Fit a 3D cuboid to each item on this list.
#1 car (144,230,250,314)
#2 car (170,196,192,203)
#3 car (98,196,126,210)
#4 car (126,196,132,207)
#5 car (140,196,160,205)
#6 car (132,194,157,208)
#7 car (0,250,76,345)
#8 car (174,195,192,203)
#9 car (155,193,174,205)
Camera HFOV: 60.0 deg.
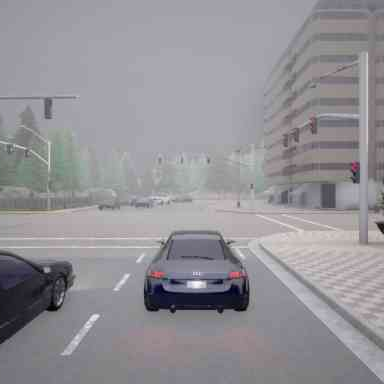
[{"bbox_3d":[0.090,1.564,7.729,1.994,1.385,4.181,0,0,0],"label":"car"},{"bbox_3d":[-2.447,1.540,72.948,2.033,1.411,5.357,0,0,34],"label":"car"},{"bbox_3d":[-10.477,1.547,42.820,2.033,1.411,5.357,0,0,1],"label":"car"},{"bbox_3d":[-9.853,1.352,52.283,2.097,1.767,4.553,0,0,6],"label":"car"},{"bbox_3d":[-7.766,1.526,62.186,1.812,1.442,4.674,0,0,20],"label":"car"},{"bbox_3d":[-6.778,1.477,47.586,1.882,1.535,5.008,0,0,3],"label":"car"},{"bbox_3d":[-3.428,1.547,4.694,2.033,1.411,5.357,0,0,0],"label":"car"},{"bbox_3d":[-1.819,1.352,67.117,2.097,1.767,4.553,0,0,28],"label":"car"},{"bbox_3d":[-5.527,1.223,57.710,2.150,2.045,5.566,0,0,15],"label":"car"}]
